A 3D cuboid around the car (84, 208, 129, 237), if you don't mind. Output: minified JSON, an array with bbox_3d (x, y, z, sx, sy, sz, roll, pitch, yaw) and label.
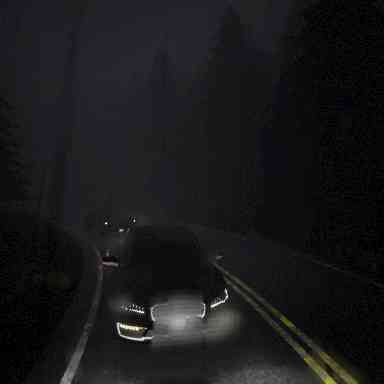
[{"bbox_3d":[-4.619,1.610,18.520,1.895,1.301,4.718,-3,1,-29],"label":"car"}]

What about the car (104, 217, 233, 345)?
[{"bbox_3d":[-0.641,1.494,6.784,1.837,1.490,4.892,-1,0,-11],"label":"car"}]
